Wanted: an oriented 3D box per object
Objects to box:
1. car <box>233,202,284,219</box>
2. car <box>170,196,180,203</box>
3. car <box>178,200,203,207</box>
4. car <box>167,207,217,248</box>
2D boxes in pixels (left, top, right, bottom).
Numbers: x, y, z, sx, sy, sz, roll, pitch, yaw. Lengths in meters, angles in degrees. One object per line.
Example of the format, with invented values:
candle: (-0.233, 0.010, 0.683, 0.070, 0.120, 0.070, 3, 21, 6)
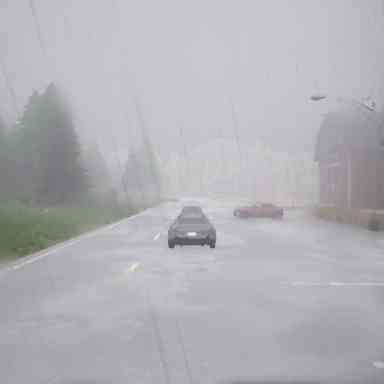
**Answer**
car: (5.558, 1.547, 28.054, 4.181, 1.381, 1.994, 0, 0, -1)
car: (-3.503, 1.463, 68.282, 1.882, 1.535, 5.008, 0, 0, 0)
car: (0.000, 1.530, 29.650, 1.812, 1.442, 4.674, 0, 0, 0)
car: (0.000, 1.569, 14.650, 1.994, 1.385, 4.181, 0, 0, 0)
